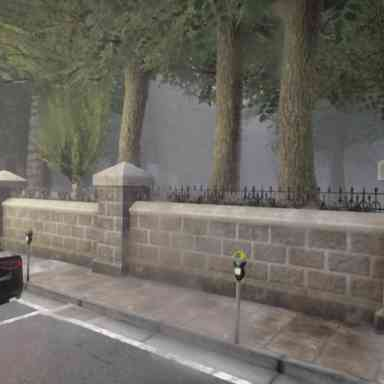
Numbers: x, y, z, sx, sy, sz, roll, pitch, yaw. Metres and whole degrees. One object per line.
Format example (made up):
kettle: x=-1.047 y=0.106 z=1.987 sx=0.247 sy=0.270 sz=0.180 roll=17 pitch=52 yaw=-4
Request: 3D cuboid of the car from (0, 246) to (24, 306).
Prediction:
car: x=-5.453 y=1.475 z=6.836 sx=5.008 sy=1.535 sz=1.882 roll=0 pitch=0 yaw=35
